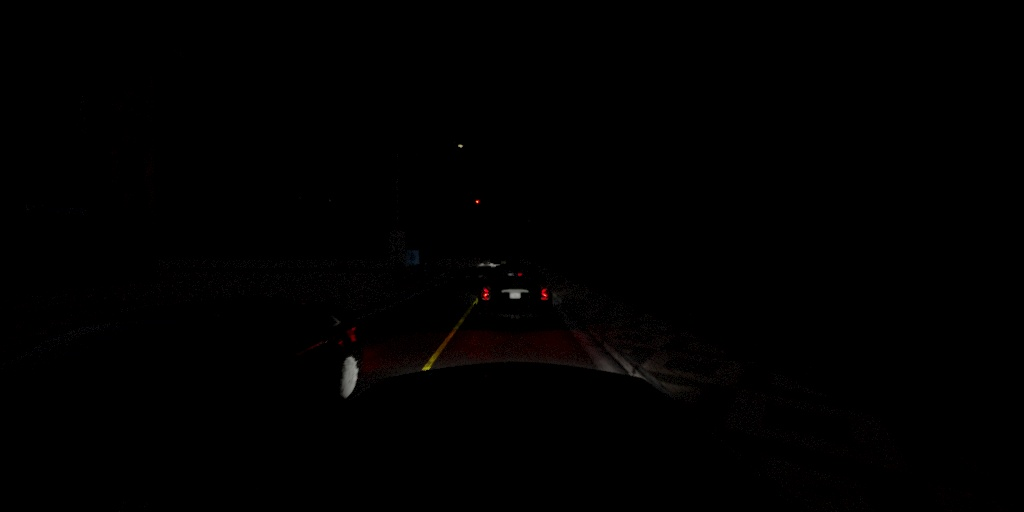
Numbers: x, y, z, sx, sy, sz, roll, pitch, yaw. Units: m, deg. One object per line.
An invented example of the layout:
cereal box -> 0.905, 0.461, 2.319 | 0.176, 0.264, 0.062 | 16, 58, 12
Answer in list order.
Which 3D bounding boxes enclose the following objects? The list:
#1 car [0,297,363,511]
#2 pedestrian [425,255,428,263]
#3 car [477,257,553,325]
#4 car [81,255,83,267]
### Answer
car -> -3.100, 1.243, 3.430 | 1.837, 1.490, 4.892 | 0, 0, 0
pedestrian -> -10.106, 0.518, 42.174 | 0.375, 1.860, 0.375 | 0, 1, 1
car -> 0.082, 1.034, 11.636 | 2.097, 1.767, 4.553 | 0, 1, 0
car -> -43.814, 0.721, 36.821 | 4.553, 1.767, 2.097 | 0, 1, 2
